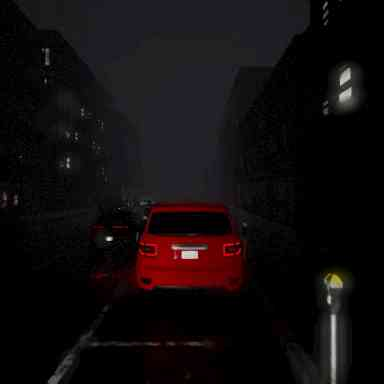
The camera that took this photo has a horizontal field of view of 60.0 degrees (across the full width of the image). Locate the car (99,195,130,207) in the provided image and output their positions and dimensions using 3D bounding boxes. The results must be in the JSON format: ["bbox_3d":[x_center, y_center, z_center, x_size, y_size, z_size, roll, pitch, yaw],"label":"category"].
[{"bbox_3d":[-8.833,1.314,37.157,2.192,1.841,5.009,0,0,0],"label":"car"}]

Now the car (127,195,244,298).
[{"bbox_3d":[-0.038,1.228,8.679,2.150,2.045,5.566,0,0,0],"label":"car"}]

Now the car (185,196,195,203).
[{"bbox_3d":[-0.453,1.545,70.970,2.008,1.369,4.403,0,0,0],"label":"car"}]

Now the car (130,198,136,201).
[{"bbox_3d":[-8.834,1.439,42.793,1.967,1.590,4.097,0,0,0],"label":"car"}]

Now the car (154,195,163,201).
[{"bbox_3d":[-8.834,1.540,87.882,2.008,1.369,4.403,0,0,0],"label":"car"}]

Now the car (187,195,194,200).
[{"bbox_3d":[-0.452,1.513,93.685,1.752,1.417,4.829,0,0,0],"label":"car"}]

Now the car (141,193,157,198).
[{"bbox_3d":[-6.147,1.204,48.430,2.150,2.045,5.566,0,0,0],"label":"car"}]

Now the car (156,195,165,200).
[{"bbox_3d":[-8.834,1.539,93.519,2.008,1.369,4.403,0,0,0],"label":"car"}]

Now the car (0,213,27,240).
[{"bbox_3d":[-8.835,1.583,14.612,1.802,1.307,4.206,0,0,0],"label":"car"}]

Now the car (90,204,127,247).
[{"bbox_3d":[-3.142,1.508,15.051,1.837,1.490,4.892,0,0,0],"label":"car"}]

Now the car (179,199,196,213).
[{"bbox_3d":[-0.454,1.524,37.323,1.752,1.417,4.829,0,0,0],"label":"car"}]

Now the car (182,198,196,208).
[{"bbox_3d":[-0.454,1.542,48.426,1.887,1.381,4.507,0,0,0],"label":"car"}]
